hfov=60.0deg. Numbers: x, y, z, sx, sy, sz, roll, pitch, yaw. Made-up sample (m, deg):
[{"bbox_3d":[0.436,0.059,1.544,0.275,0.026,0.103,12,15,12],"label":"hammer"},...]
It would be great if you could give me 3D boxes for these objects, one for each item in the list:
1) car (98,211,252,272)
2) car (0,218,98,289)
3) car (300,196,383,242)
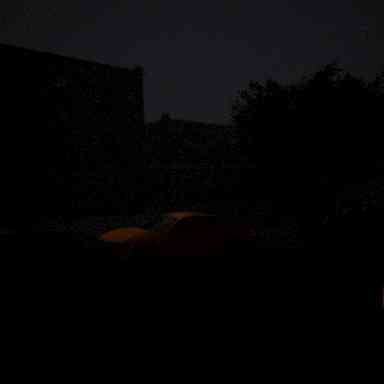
[{"bbox_3d":[-0.380,1.372,10.396,5.008,1.535,2.097,1,0,-33],"label":"car"},{"bbox_3d":[-4.892,1.355,7.169,5.008,1.535,2.097,0,0,-33],"label":"car"},{"bbox_3d":[7.662,1.208,16.145,5.566,2.045,2.435,0,0,-35],"label":"car"}]
